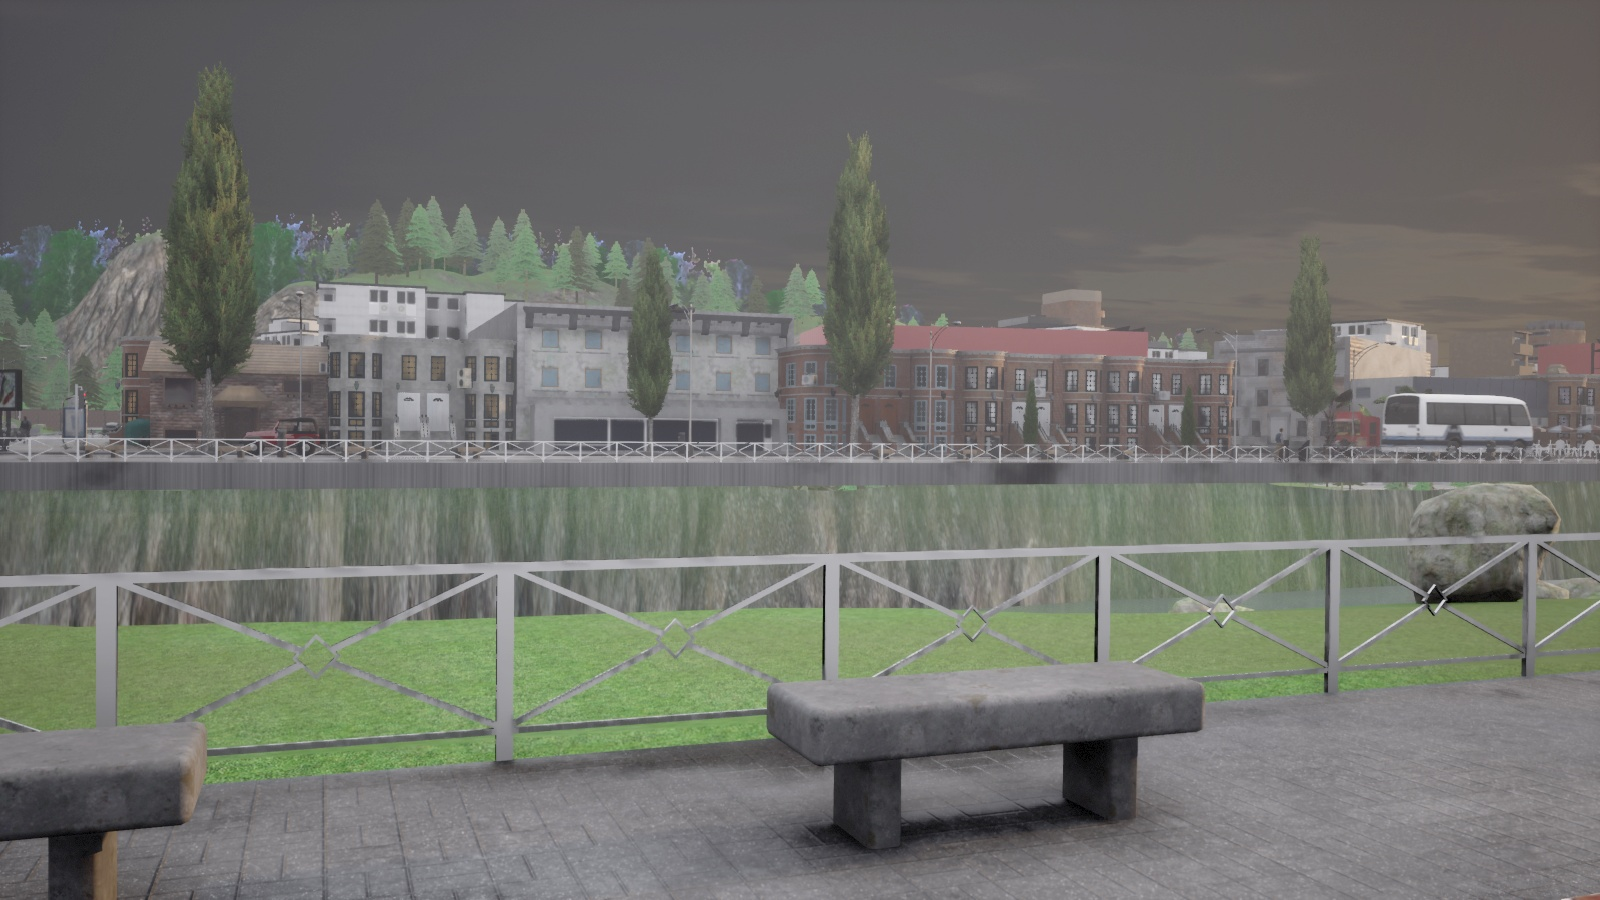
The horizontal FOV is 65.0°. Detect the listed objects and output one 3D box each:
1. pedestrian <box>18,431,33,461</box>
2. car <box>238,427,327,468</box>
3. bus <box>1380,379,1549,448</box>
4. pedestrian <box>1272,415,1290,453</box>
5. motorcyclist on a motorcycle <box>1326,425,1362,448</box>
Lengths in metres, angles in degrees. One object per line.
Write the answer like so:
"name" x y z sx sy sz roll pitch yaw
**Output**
"pedestrian" -48.056 -0.246 77.888 0.563 1.883 0.849 -1 1 -18
"car" -24.798 -0.119 60.292 3.866 1.878 1.905 -1 1 -21
"bus" 43.363 -2.380 81.924 10.273 4.253 3.944 -1 1 -21
"pedestrian" 25.411 -0.846 66.318 0.788 1.949 0.423 -1 1 -23
"motorcyclist on a motorcycle" 36.137 -0.915 83.471 2.191 1.530 0.866 -1 1 -21
